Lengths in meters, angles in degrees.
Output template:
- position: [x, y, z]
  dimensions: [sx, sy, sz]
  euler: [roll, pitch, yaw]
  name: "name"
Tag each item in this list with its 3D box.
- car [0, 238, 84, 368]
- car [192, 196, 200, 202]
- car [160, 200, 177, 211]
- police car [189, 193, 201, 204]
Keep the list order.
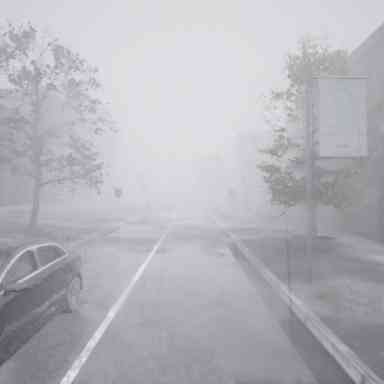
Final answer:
- position: [-3.100, 1.521, 4.863]
  dimensions: [2.128, 1.511, 4.902]
  euler: [0, 0, 0]
  name: "car"
- position: [0.958, 1.763, 83.351]
  dimensions: [1.837, 1.490, 4.892]
  euler: [0, 0, 0]
  name: "car"
- position: [-3.110, 1.792, 45.242]
  dimensions: [1.812, 1.442, 4.674]
  euler: [0, 0, 0]
  name: "car"
- position: [0.948, 1.745, 73.451]
  dimensions: [1.930, 1.638, 5.238]
  euler: [0, 0, 0]
  name: "police car"
